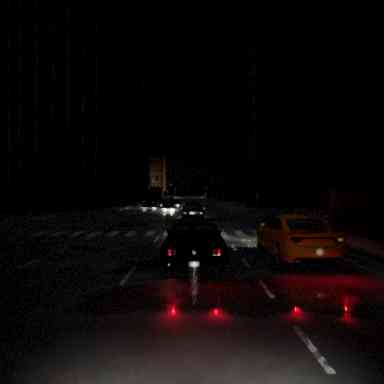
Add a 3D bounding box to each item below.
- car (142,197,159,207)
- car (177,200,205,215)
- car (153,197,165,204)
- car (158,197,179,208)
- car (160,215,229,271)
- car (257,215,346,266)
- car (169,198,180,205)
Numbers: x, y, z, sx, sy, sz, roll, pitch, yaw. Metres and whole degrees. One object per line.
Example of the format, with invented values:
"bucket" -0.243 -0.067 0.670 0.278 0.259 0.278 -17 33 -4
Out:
"car" -7.066 1.618 56.032 2.097 1.767 4.553 0 0 0
"car" 0.074 1.629 27.361 2.033 1.411 5.357 0 0 0
"car" -7.014 1.876 71.380 2.033 1.411 5.357 0 0 0
"car" -3.587 1.738 51.720 2.128 1.511 4.902 0 0 0
"car" 0.074 1.654 11.111 1.895 1.301 4.718 0 0 0
"car" 3.582 1.534 11.740 1.882 1.535 5.008 0 0 1
"car" -3.519 1.879 68.274 1.994 1.385 4.181 0 0 0
